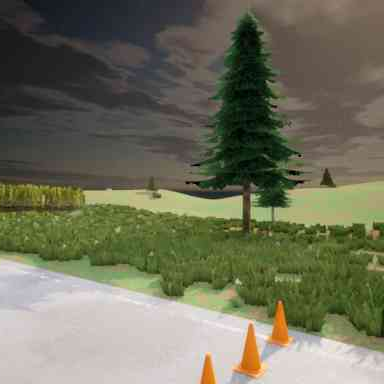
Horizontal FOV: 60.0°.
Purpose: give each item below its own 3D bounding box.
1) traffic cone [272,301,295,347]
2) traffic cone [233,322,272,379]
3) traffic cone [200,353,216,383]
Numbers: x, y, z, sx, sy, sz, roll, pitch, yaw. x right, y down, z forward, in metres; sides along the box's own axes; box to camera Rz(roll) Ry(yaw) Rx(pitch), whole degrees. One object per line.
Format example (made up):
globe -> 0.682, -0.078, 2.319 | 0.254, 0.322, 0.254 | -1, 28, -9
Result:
traffic cone -> 1.336, 1.955, 5.038 | 0.340, 0.580, 0.340 | 0, 0, 36
traffic cone -> 0.751, 1.955, 4.226 | 0.340, 0.580, 0.340 | 0, 0, 36
traffic cone -> 0.167, 1.955, 3.415 | 0.340, 0.580, 0.340 | 0, 0, 36
